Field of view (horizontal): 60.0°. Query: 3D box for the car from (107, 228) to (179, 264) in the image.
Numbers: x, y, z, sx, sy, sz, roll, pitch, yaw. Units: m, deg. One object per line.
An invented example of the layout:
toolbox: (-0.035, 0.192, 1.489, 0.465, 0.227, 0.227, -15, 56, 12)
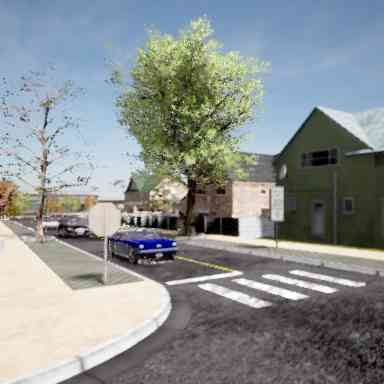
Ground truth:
car: (-2.417, 2.300, 15.025, 1.895, 1.301, 4.718, 1, -3, -31)

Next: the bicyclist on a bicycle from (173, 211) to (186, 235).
bicyclist on a bicycle: (-0.655, 2.158, 23.431, 1.656, 1.620, 0.582, -2, 0, -31)

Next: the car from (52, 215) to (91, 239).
car: (-9.610, 2.900, 27.031, 2.128, 1.511, 4.902, 1, -3, -31)

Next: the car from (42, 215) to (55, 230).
car: (-16.615, 3.713, 38.763, 1.895, 1.301, 4.718, 1, -3, -31)
